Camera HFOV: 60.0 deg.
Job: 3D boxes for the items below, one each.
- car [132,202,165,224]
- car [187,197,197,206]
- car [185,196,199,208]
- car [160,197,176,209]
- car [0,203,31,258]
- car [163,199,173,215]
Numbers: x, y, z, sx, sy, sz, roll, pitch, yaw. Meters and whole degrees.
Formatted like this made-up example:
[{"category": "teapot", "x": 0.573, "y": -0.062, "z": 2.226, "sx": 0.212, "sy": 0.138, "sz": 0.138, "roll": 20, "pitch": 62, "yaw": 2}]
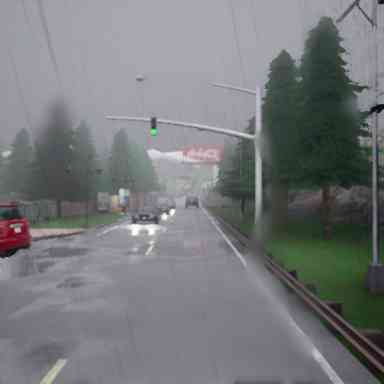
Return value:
[{"category": "car", "x": -3.592, "y": 1.780, "z": 26.964, "sx": 1.994, "sy": 1.385, "sz": 4.181, "roll": 0, "pitch": 0, "yaw": 0}, {"category": "car", "x": 0.002, "y": 1.887, "z": 66.941, "sx": 2.097, "sy": 1.767, "sz": 4.553, "roll": 0, "pitch": 0, "yaw": 0}, {"category": "car", "x": 0.002, "y": 1.671, "z": 56.354, "sx": 2.150, "sy": 2.045, "sz": 5.566, "roll": 0, "pitch": 0, "yaw": 0}, {"category": "car", "x": -3.556, "y": 1.913, "z": 52.815, "sx": 2.128, "sy": 1.511, "sz": 4.902, "roll": 0, "pitch": 0, "yaw": 0}, {"category": "car", "x": -8.512, "y": 1.435, "z": 11.566, "sx": 5.566, "sy": 2.045, "sz": 2.150, "roll": -1, "pitch": -1, "yaw": 8}, {"category": "car", "x": -3.587, "y": 1.871, "z": 38.465, "sx": 1.994, "sy": 1.385, "sz": 4.181, "roll": 0, "pitch": 0, "yaw": 0}]
